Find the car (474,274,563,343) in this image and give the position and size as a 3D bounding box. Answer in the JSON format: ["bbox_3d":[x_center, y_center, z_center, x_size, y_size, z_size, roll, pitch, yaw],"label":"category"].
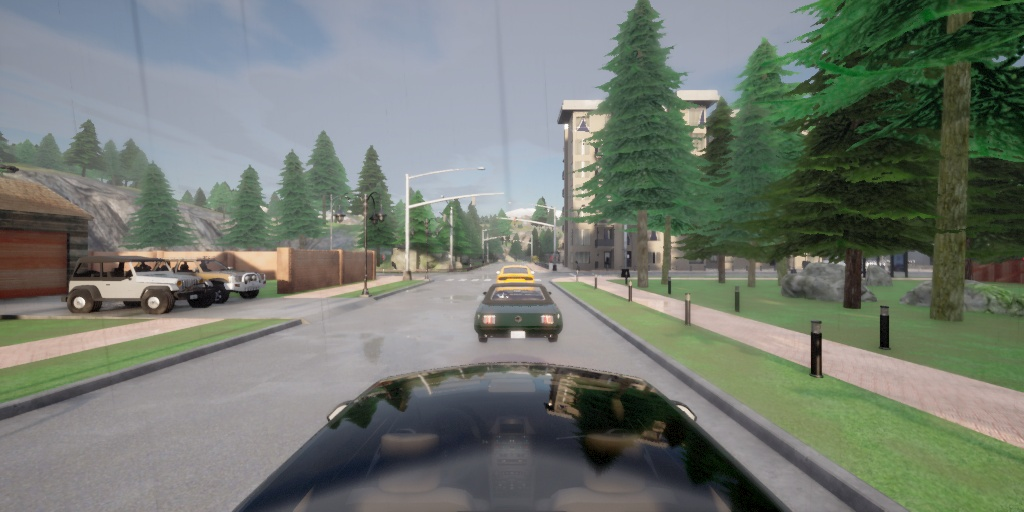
[{"bbox_3d":[0.148,1.351,9.677,1.895,1.301,4.718,0,0,0],"label":"car"}]

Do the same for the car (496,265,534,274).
[{"bbox_3d":[0.180,1.228,19.017,1.882,1.535,5.008,0,0,0],"label":"car"}]
